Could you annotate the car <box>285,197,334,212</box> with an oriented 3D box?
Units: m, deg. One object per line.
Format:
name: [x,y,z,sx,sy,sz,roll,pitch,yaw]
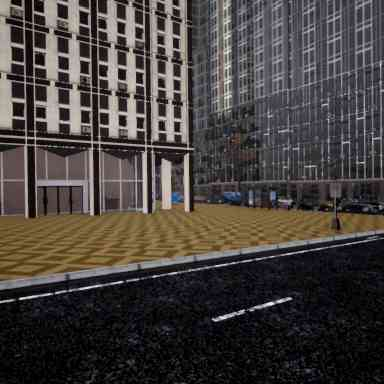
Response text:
car: [12.903,1.423,36.612,1.947,1.339,4.313,0,1,-34]

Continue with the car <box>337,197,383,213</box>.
car: [17.307,1.340,34.959,2.128,1.511,4.902,-1,1,-34]

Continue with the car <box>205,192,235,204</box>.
car: [4.316,1.141,54.084,1.837,1.490,4.892,-1,2,-34]

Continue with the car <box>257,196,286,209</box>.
car: [9.721,1.387,41.324,1.802,1.307,4.206,0,1,-34]

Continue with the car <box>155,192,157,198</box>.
car: [-8.831,0.686,83.689,1.967,1.590,4.097,0,1,-34]

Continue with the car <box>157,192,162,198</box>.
car: [-5.634,0.614,78.989,2.192,1.841,5.009,0,1,-34]

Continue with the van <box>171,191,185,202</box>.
van: [-2.973,0.937,60.179,1.690,1.788,3.998,0,1,-34]

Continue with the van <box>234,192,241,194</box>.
van: [7.152,0.854,60.191,1.690,1.788,3.998,0,1,-34]

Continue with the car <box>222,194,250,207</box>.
car: [6.572,1.319,46.055,1.947,1.339,4.313,0,1,-34]

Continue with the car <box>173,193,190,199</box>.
car: [-2.437,0.935,74.293,1.802,1.307,4.206,0,1,-34]

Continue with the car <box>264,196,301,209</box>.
car: [11.692,1.284,43.217,1.812,1.442,4.674,-1,1,-34]

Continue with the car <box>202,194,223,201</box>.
car: [3.957,1.043,64.894,1.802,1.307,4.206,0,1,-34]
